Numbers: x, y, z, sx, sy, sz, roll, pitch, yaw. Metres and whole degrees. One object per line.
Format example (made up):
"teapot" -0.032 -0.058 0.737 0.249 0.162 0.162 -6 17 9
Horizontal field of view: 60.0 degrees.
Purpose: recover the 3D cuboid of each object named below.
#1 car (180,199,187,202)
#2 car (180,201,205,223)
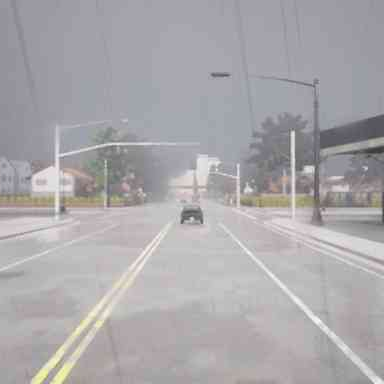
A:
"car" -2.464 2.599 95.109 2.033 1.411 5.357 0 -1 0
"car" 0.024 1.825 28.483 1.837 1.490 4.892 0 0 1
